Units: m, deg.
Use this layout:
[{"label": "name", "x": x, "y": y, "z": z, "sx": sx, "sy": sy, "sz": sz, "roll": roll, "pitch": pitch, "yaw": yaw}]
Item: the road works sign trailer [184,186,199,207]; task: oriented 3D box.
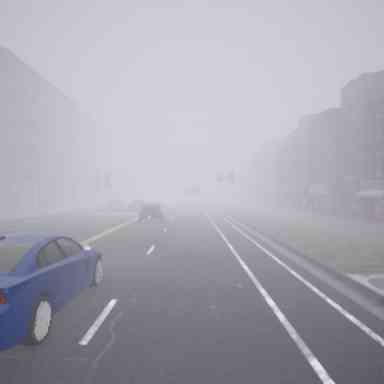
[{"label": "road works sign trailer", "x": -0.020, "y": 0.730, "z": 56.326, "sx": 2.380, "sy": 3.560, "sz": 2.880, "roll": 0, "pitch": 0, "yaw": 0}]

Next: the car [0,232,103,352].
[{"label": "car", "x": -3.154, "y": 1.501, "z": 6.381, "sx": 1.882, "sy": 1.535, "sz": 5.008, "roll": 0, "pitch": 0, "yaw": 0}]

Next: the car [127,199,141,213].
[{"label": "car", "x": -6.600, "y": 1.675, "z": 40.361, "sx": 1.837, "sy": 1.490, "sz": 4.892, "roll": 0, "pitch": 0, "yaw": 0}]

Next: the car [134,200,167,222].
[{"label": "car", "x": -3.162, "y": 1.611, "z": 27.084, "sx": 1.837, "sy": 1.490, "sz": 4.892, "roll": 0, "pitch": 0, "yaw": 0}]

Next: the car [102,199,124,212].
[{"label": "car", "x": -9.848, "y": 1.682, "z": 41.671, "sx": 1.837, "sy": 1.490, "sz": 4.892, "roll": 0, "pitch": 0, "yaw": 0}]
